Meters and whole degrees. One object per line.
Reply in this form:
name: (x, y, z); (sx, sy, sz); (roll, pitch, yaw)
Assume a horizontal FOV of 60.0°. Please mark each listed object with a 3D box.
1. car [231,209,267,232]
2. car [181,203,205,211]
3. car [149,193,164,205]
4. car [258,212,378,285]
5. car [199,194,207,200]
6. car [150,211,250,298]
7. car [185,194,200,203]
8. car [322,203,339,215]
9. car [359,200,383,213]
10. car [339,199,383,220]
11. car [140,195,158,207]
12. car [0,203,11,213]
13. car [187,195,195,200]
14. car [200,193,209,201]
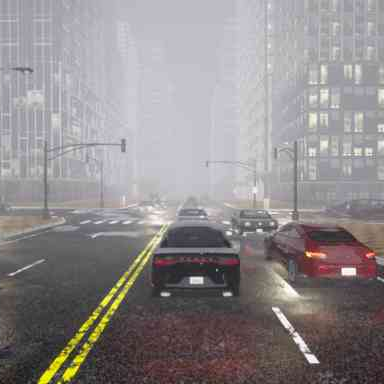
car: (3.296, 1.591, 18.474); (1.895, 1.301, 4.718); (0, 0, 0)
car: (0.044, 1.538, 18.412); (2.033, 1.411, 5.357); (0, 0, 0)
car: (-6.751, 1.175, 59.720); (2.150, 2.045, 5.566); (0, 0, 0)
car: (3.323, 1.521, 9.355); (1.812, 1.442, 4.674); (0, 0, 0)
car: (2.985, 1.267, 90.381); (2.128, 1.511, 4.902); (0, 0, 0)
car: (0.071, 1.474, 8.591); (1.882, 1.535, 5.008); (0, 0, 0)
car: (-0.071, 1.466, 53.411); (1.837, 1.490, 4.892); (0, 0, 0)
car: (16.196, 1.637, 35.002); (4.674, 1.442, 1.812); (1, 1, 1)
car: (21.700, 1.643, 37.515); (4.829, 1.417, 1.752); (1, 0, 1)
car: (16.116, 1.519, 29.212); (5.009, 1.841, 2.192); (1, 0, 1)
car: (-6.739, 1.528, 50.688); (1.994, 1.385, 4.181); (0, 0, 0)
car: (-20.075, 1.364, 32.292); (4.674, 1.442, 1.812); (1, 1, 1)
car: (-0.268, 1.460, 91.435); (1.994, 1.385, 4.181); (0, 0, 0)
car: (3.016, 1.143, 79.993); (2.150, 2.045, 5.566); (0, 0, 0)
